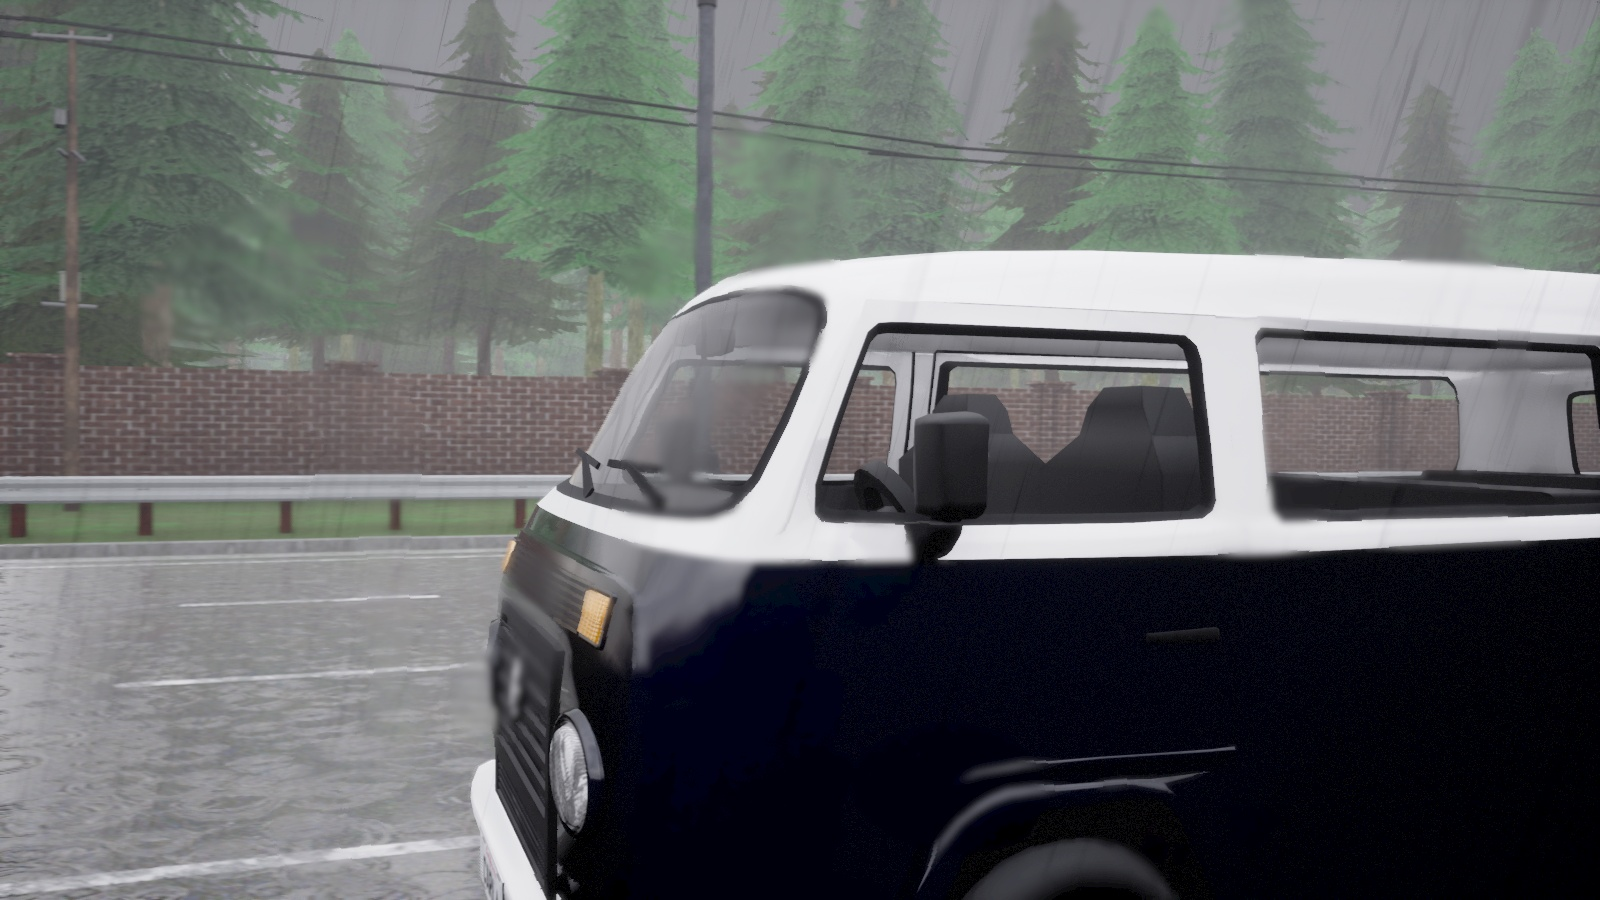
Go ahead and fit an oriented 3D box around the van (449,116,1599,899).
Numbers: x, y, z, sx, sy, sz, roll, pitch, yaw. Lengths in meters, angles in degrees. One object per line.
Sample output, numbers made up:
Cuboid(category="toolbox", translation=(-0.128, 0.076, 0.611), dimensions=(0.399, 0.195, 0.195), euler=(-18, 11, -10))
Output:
Cuboid(category="van", translation=(1.379, 0.445, 3.759), dimensions=(4.480, 2.038, 2.069), euler=(-1, 1, -21))
